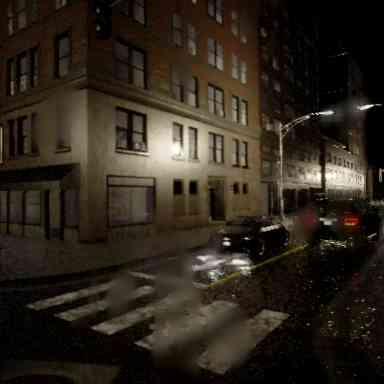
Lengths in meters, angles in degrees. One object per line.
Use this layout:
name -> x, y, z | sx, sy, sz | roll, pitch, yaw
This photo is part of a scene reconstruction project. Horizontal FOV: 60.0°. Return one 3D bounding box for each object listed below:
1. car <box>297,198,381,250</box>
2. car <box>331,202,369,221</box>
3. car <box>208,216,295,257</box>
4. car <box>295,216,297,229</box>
car -> 6.961, 1.293, 15.086 | 2.150, 2.045, 5.566 | -1, 0, 38
car -> 14.501, 1.697, 30.332 | 2.033, 1.411, 5.357 | -1, -1, 37
car -> 2.402, 1.671, 13.553 | 1.994, 1.385, 4.181 | -1, -1, 36
car -> 8.268, 1.726, 21.705 | 1.895, 1.301, 4.718 | -1, -1, 36
